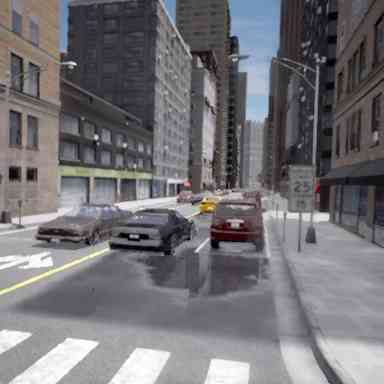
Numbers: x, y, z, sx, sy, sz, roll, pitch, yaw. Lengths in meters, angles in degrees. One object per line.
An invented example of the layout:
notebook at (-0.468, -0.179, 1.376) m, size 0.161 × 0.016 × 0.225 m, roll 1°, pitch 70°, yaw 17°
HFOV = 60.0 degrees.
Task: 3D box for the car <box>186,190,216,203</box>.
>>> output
car at (1.194, 0.854, 39.590) m, size 2.033 × 1.411 × 5.357 m, roll 2°, pitch 1°, yaw 12°

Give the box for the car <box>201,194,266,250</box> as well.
car at (1.954, 1.185, 13.749) m, size 2.192 × 1.841 × 5.009 m, roll 1°, pitch 1°, yaw 12°

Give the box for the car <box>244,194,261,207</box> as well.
car at (7.594, 1.027, 41.428) m, size 2.008 × 1.369 × 4.403 m, roll 1°, pitch 1°, yaw 12°

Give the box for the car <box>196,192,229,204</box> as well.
car at (1.909, 1.055, 27.795) m, size 1.882 × 1.535 × 5.008 m, roll 2°, pitch 1°, yaw 12°

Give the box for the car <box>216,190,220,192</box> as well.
car at (3.759, 0.422, 65.261) m, size 1.947 × 1.339 × 4.313 m, roll 1°, pitch 1°, yaw 12°

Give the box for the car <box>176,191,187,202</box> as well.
car at (-0.754, 0.609, 43.120) m, size 1.967 × 1.590 × 4.097 m, roll 1°, pitch 1°, yaw 12°

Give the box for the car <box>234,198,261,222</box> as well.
car at (4.241, 1.235, 24.990) m, size 1.752 × 1.417 × 4.829 m, roll 1°, pitch 1°, yaw 12°

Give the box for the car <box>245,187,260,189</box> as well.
car at (9.857, 0.635, 52.497) m, size 2.192 × 1.841 × 5.009 m, roll 1°, pitch 1°, yaw 12°

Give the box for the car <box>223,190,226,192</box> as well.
car at (6.019, 0.142, 76.327) m, size 1.967 × 1.590 × 4.097 m, roll 1°, pitch 1°, yaw 12°

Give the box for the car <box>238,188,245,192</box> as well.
car at (13.392, 0.137, 84.072) m, size 1.882 × 1.535 × 5.008 m, roll 2°, pitch 1°, yaw 11°

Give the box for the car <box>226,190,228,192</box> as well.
car at (7.144, 0.208, 81.865) m, size 1.802 × 1.307 × 4.206 m, roll 1°, pitch 1°, yaw 12°

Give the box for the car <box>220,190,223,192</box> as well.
car at (4.854, 0.306, 70.628) m, size 1.752 × 1.417 × 4.829 m, roll 1°, pitch 1°, yaw 12°

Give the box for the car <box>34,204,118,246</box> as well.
car at (-4.093, 1.217, 13.881) m, size 2.033 × 1.411 × 5.357 m, roll 2°, pitch 1°, yaw 11°

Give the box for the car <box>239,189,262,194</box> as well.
car at (6.470, 0.870, 35.889) m, size 2.192 × 1.841 × 5.009 m, roll 1°, pitch 1°, yaw 12°

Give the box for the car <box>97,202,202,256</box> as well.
car at (-1.227, 1.342, 12.410) m, size 2.033 × 1.411 × 5.357 m, roll 2°, pitch 1°, yaw 11°
